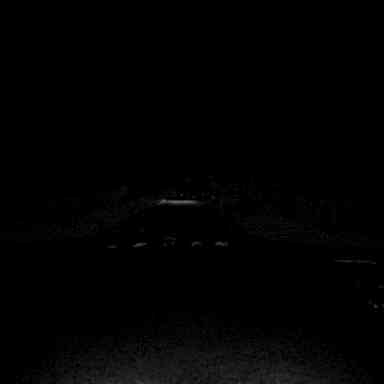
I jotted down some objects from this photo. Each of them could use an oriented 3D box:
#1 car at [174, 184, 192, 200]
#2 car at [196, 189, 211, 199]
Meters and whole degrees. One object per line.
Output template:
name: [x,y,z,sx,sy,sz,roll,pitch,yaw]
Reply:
car: [-1.242,-0.067,45.521,2.150,2.045,5.566,0,2,2]
car: [1.547,0.269,45.602,1.994,1.385,4.181,0,2,3]
